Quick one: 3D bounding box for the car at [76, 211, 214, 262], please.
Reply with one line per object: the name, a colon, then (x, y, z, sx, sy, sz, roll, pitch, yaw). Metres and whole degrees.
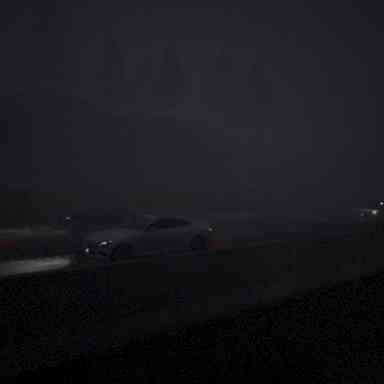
car: (-1.334, 1.504, 11.635, 4.674, 1.442, 1.812, 0, 0, -35)

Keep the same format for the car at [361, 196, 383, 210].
car: (22.896, 1.339, 41.066, 4.892, 1.490, 1.837, -1, 1, -34)

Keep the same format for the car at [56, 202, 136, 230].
car: (-5.974, 1.449, 21.217, 5.008, 1.535, 1.882, 0, 0, -35)
